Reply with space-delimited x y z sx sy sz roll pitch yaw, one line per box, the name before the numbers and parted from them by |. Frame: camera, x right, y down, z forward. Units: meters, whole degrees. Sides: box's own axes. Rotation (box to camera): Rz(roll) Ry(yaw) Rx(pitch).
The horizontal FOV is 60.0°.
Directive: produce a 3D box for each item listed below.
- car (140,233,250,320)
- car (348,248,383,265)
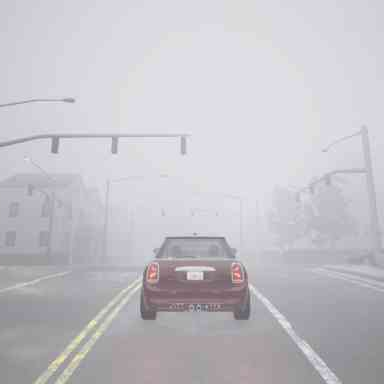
car | 0.077 1.790 8.230 2.097 1.767 4.553 0 -6 0
car | 16.222 5.693 29.058 4.892 1.490 1.837 0 -12 1
